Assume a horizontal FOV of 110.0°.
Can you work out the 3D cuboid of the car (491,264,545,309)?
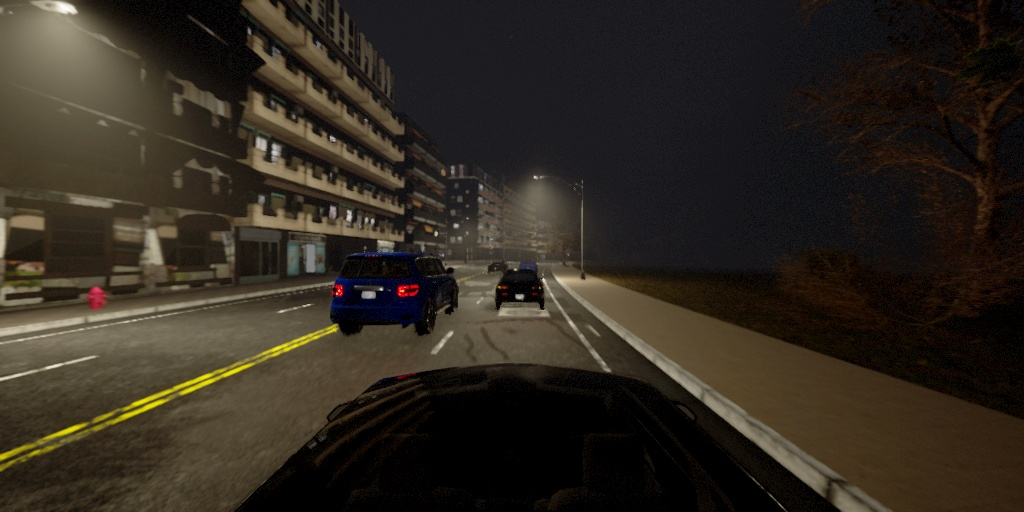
[{"bbox_3d":[0.338,1.210,14.560,1.812,1.442,4.674,0,0,2],"label":"car"}]

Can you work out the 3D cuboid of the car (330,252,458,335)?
[{"bbox_3d":[-3.039,0.918,10.445,2.150,2.045,5.566,0,0,1],"label":"car"}]

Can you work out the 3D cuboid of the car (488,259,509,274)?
[{"bbox_3d":[-1.440,1.085,38.694,2.128,1.511,4.902,0,0,5],"label":"car"}]

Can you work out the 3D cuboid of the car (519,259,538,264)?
[{"bbox_3d":[1.756,1.080,37.978,1.882,1.535,5.008,0,0,5],"label":"car"}]
